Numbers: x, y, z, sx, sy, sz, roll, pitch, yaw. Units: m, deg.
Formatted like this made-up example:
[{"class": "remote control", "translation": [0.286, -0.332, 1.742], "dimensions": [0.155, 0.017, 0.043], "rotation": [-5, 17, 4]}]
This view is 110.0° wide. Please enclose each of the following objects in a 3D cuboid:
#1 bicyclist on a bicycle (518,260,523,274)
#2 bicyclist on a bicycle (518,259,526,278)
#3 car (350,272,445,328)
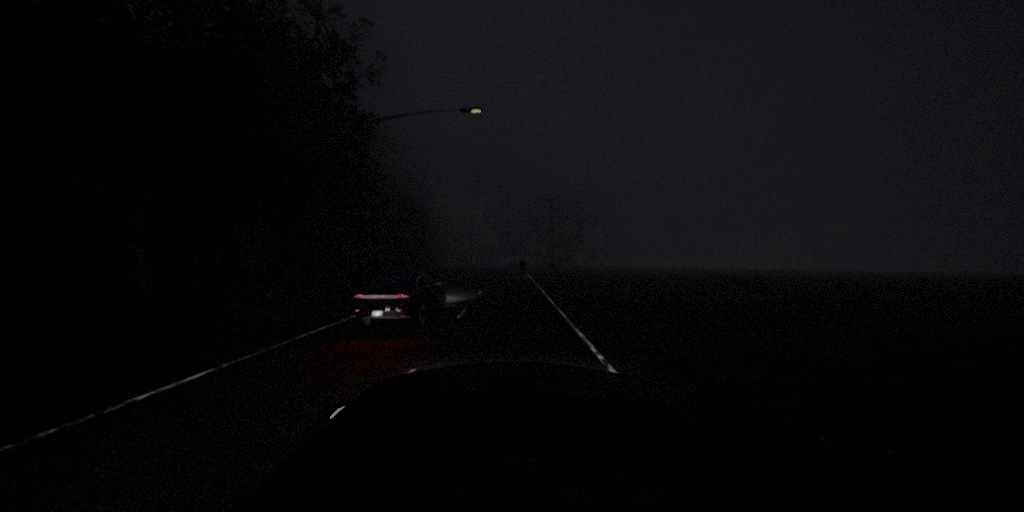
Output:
[{"class": "bicyclist on a bicycle", "translation": [0.963, 1.236, 41.297], "dimensions": [0.582, 1.620, 1.656], "rotation": [0, 0, 0]}, {"class": "bicyclist on a bicycle", "translation": [0.963, 1.146, 32.733], "dimensions": [0.659, 1.776, 1.843], "rotation": [0, 0, 0]}, {"class": "car", "translation": [-3.403, 1.250, 11.487], "dimensions": [2.128, 1.511, 4.902], "rotation": [0, 0, 0]}]
